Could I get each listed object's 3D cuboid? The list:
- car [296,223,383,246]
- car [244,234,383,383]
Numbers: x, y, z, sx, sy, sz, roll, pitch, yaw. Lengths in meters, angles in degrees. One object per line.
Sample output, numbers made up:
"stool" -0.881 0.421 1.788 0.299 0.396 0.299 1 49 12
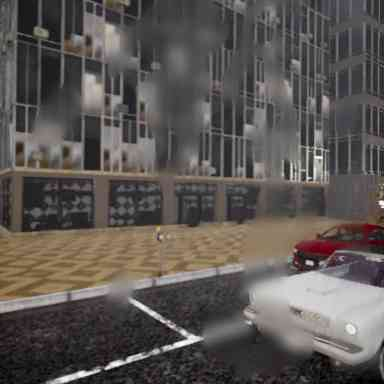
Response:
"car" 4.936 1.650 10.080 4.507 1.381 1.887 1 0 -36
"car" 3.124 1.662 5.609 4.718 1.301 1.895 1 0 -36
